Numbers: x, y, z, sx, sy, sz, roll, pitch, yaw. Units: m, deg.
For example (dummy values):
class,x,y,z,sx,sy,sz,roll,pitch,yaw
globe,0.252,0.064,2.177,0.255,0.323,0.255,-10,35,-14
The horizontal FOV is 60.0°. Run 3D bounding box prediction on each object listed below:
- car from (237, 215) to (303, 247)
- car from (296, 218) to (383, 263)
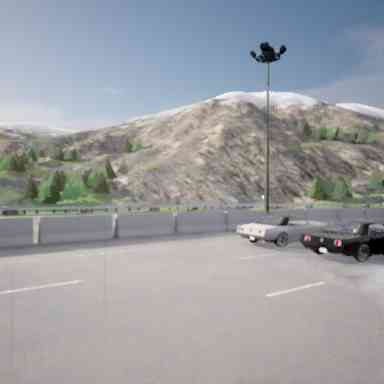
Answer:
class,x,y,z,sx,sy,sz,roll,pitch,yaw
car,4.488,1.707,15.398,4.718,1.301,1.895,1,0,-31
car,6.366,1.705,12.445,4.718,1.301,1.895,1,0,-31
